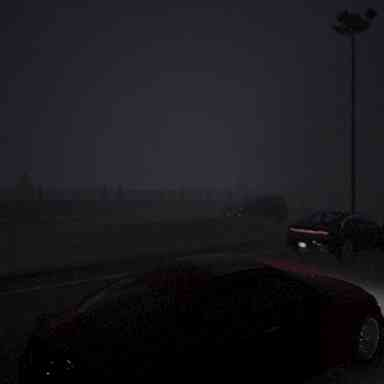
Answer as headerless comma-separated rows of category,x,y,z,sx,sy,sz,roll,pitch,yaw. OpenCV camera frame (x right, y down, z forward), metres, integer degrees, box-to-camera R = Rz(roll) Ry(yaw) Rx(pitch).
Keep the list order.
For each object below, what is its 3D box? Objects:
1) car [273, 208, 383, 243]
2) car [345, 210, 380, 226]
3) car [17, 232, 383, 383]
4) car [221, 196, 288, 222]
car,5.470,1.457,11.950,4.902,1.511,2.128,0,0,-36
car,20.541,3.118,40.021,4.674,1.442,1.812,8,-5,-35
car,0.493,1.516,4.098,4.674,1.442,1.812,0,0,-36
car,4.747,1.282,24.508,5.566,2.045,2.150,2,-1,-35
